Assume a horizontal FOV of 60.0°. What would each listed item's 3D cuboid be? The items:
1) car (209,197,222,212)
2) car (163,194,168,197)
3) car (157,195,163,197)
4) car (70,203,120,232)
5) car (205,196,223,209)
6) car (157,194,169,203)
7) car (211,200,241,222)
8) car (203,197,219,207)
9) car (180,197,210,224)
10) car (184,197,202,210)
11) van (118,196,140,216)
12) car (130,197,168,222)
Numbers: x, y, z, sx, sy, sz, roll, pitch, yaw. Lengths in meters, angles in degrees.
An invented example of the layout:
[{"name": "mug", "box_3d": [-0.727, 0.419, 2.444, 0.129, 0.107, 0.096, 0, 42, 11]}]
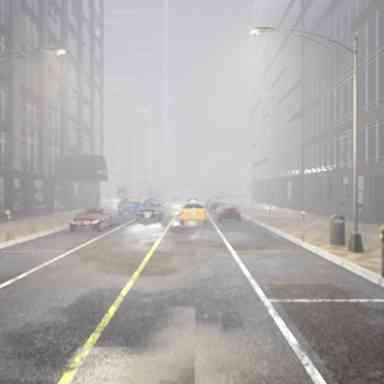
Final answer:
[{"name": "car", "box_3d": [2.699, 1.434, 36.433, 2.008, 1.369, 4.403, 0, 0, 0]}, {"name": "car", "box_3d": [-5.677, 1.380, 59.210, 1.802, 1.307, 4.206, 0, 0, 0]}, {"name": "car", "box_3d": [-5.680, 1.427, 47.822, 1.802, 1.307, 4.206, 0, 0, 0]}, {"name": "car", "box_3d": [-5.686, 1.520, 19.362, 1.802, 1.307, 4.206, 0, 0, 0]}, {"name": "car", "box_3d": [2.700, 1.305, 42.125, 1.967, 1.590, 4.097, 0, 0, 0]}, {"name": "car", "box_3d": [-5.675, 1.212, 64.902, 1.967, 1.590, 4.097, 0, 0, 0]}, {"name": "car", "box_3d": [2.696, 1.502, 25.049, 1.802, 1.307, 4.206, 0, 0, 0]}, {"name": "car", "box_3d": [2.701, 1.396, 47.819, 2.008, 1.369, 4.403, 0, 0, 0]}, {"name": "car", "box_3d": [0.105, 1.379, 24.117, 1.801, 1.575, 5.366, 0, 0, 0]}, {"name": "car", "box_3d": [0.110, 1.413, 41.987, 2.033, 1.411, 5.357, 0, 0, 0]}, {"name": "van", "box_3d": [-5.683, 1.242, 30.745, 1.690, 1.788, 3.998, 0, 0, 0]}, {"name": "car", "box_3d": [-3.093, 1.409, 25.602, 2.128, 1.511, 4.902, 0, 0, 0]}]
